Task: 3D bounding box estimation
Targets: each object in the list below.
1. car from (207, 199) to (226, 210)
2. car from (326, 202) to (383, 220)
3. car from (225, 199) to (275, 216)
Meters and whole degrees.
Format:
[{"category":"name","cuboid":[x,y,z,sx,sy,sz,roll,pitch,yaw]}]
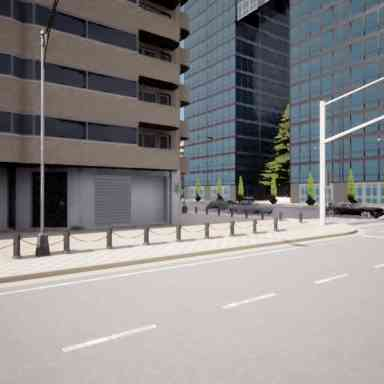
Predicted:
[{"category":"car","cuboid":[3.772,1.507,41.339,1.994,1.385,4.181,0,0,-35]},{"category":"car","cuboid":[13.486,1.544,28.044,1.895,1.301,4.718,0,0,-38]},{"category":"car","cuboid":[5.783,1.544,32.457,1.895,1.301,4.718,0,0,-36]}]
